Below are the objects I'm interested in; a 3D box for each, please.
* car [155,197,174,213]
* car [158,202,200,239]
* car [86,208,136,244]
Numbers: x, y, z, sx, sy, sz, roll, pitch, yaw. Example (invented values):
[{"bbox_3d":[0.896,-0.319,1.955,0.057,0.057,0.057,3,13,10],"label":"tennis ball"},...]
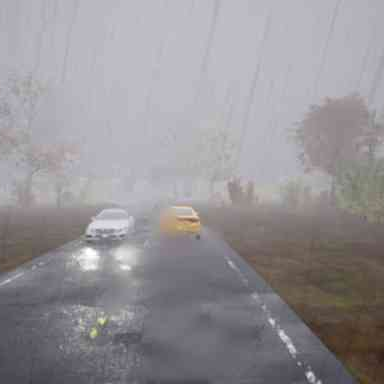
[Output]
[{"bbox_3d":[-3.129,1.427,37.986,2.097,1.767,4.553,0,0,-9],"label":"car"},{"bbox_3d":[-0.673,1.496,17.497,1.882,1.535,5.008,0,0,-4],"label":"car"},{"bbox_3d":[-3.775,1.548,16.151,1.812,1.442,4.674,0,0,-4],"label":"car"}]
